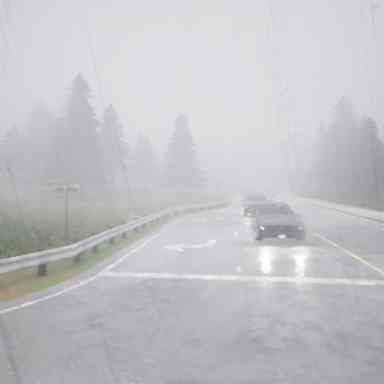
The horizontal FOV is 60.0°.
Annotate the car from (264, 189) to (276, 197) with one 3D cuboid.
[{"bbox_3d":[12.308,0.206,53.061,2.128,1.511,4.902,-1,1,9],"label":"car"}]

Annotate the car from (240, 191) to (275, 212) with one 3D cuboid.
[{"bbox_3d":[4.771,0.903,24.843,1.837,1.490,4.892,-1,1,7],"label":"car"}]

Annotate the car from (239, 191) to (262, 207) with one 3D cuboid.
[{"bbox_3d":[6.085,0.664,35.022,2.128,1.511,4.902,-1,1,8],"label":"car"}]

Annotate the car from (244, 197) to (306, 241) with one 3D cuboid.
[{"bbox_3d":[3.572,1.169,14.730,2.033,1.411,5.357,-1,1,7],"label":"car"}]
